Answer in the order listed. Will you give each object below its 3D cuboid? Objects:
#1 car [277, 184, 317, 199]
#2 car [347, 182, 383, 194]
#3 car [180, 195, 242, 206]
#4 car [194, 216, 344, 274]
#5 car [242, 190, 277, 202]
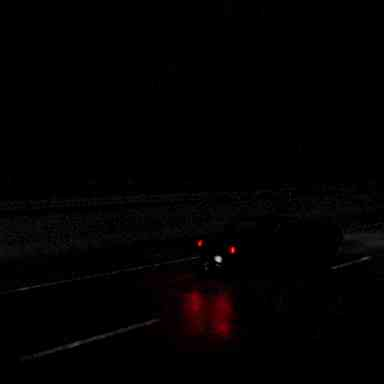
[{"bbox_3d":[12.291,0.155,38.858,5.566,2.045,2.150,-3,2,-36],"label":"car"},{"bbox_3d":[18.372,0.069,34.619,5.566,2.045,2.150,-3,2,-36],"label":"car"},{"bbox_3d":[1.254,0.975,26.535,4.902,1.511,2.128,-2,1,-36],"label":"car"},{"bbox_3d":[2.461,1.366,9.870,4.718,1.301,1.895,-2,1,-36],"label":"car"},{"bbox_3d":[7.342,0.551,39.591,4.902,1.511,2.128,-2,1,-36],"label":"car"}]
